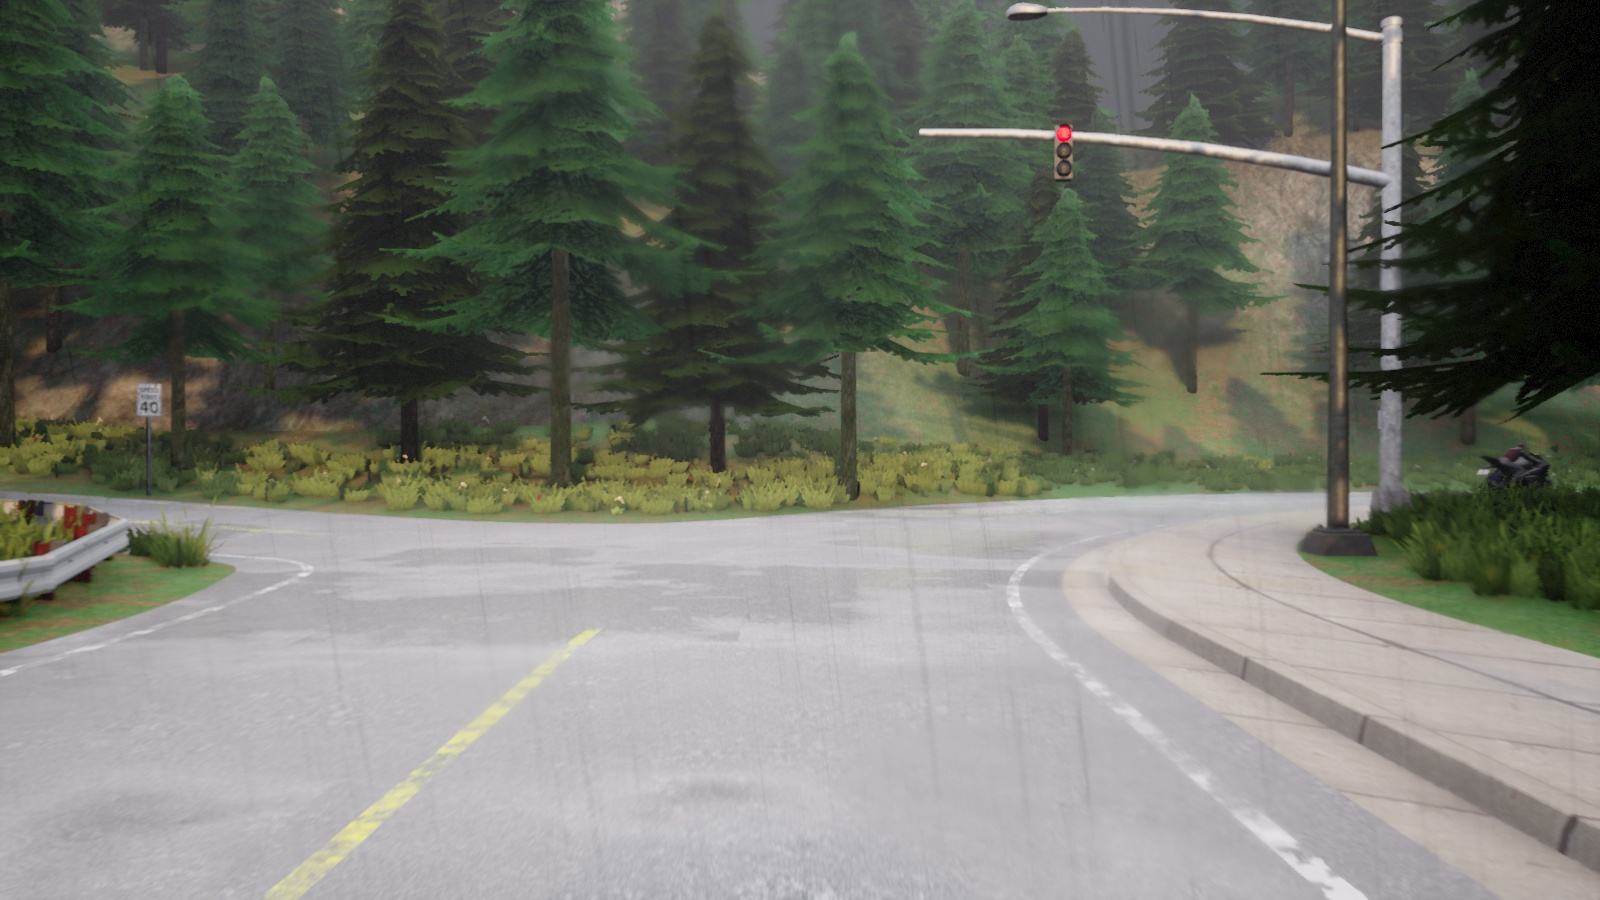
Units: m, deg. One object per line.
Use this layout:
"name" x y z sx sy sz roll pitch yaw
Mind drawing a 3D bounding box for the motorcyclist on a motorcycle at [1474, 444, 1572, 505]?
"motorcyclist on a motorcycle" 18.563 0.615 32.241 2.191 1.530 0.866 0 1 -15
